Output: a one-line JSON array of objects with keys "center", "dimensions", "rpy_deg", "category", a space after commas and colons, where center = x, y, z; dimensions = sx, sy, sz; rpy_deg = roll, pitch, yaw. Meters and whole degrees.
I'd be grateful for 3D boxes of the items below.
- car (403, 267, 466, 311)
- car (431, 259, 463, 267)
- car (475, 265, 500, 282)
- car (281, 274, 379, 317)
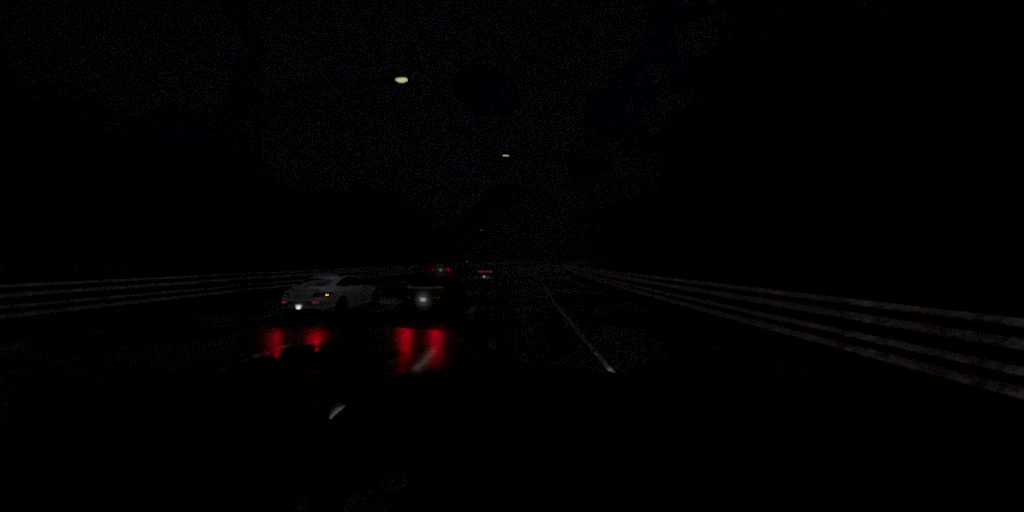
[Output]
[{"center": [-3.155, 1.397, 15.430], "dimensions": [2.128, 1.511, 4.902], "rpy_deg": [0, -1, 2], "category": "car"}, {"center": [-5.835, 1.325, 32.760], "dimensions": [2.150, 2.045, 5.566], "rpy_deg": [0, -1, 3], "category": "car"}, {"center": [-2.254, 1.608, 33.590], "dimensions": [2.128, 1.511, 4.902], "rpy_deg": [0, -1, 4], "category": "car"}, {"center": [-6.717, 1.408, 13.688], "dimensions": [1.812, 1.442, 4.674], "rpy_deg": [0, -1, 1], "category": "car"}]
